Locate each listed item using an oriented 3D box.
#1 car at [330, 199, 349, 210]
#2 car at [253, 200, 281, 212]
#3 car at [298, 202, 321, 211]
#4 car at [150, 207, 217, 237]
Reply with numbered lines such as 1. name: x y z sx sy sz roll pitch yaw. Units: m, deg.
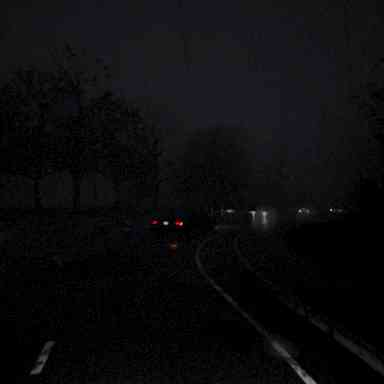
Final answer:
1. car: 28.915 2.445 65.122 2.150 2.045 5.566 0 -2 40
2. car: 9.657 1.772 42.487 1.837 1.490 4.892 0 -1 41
3. car: 18.907 2.265 53.303 2.033 1.411 5.357 0 -2 41
4. car: -0.269 1.499 17.760 2.033 1.411 5.357 0 0 22
